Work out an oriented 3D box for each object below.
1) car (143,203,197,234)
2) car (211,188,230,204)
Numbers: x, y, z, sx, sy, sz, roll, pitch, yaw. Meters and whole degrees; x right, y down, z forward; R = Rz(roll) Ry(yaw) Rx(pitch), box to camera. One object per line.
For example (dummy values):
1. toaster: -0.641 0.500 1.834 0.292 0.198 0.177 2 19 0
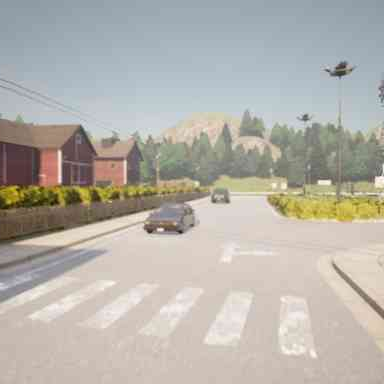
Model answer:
1. car: -0.974 1.284 17.677 2.033 1.411 5.357 0 1 10
2. car: 3.879 0.505 44.491 2.150 2.045 5.566 0 1 11
